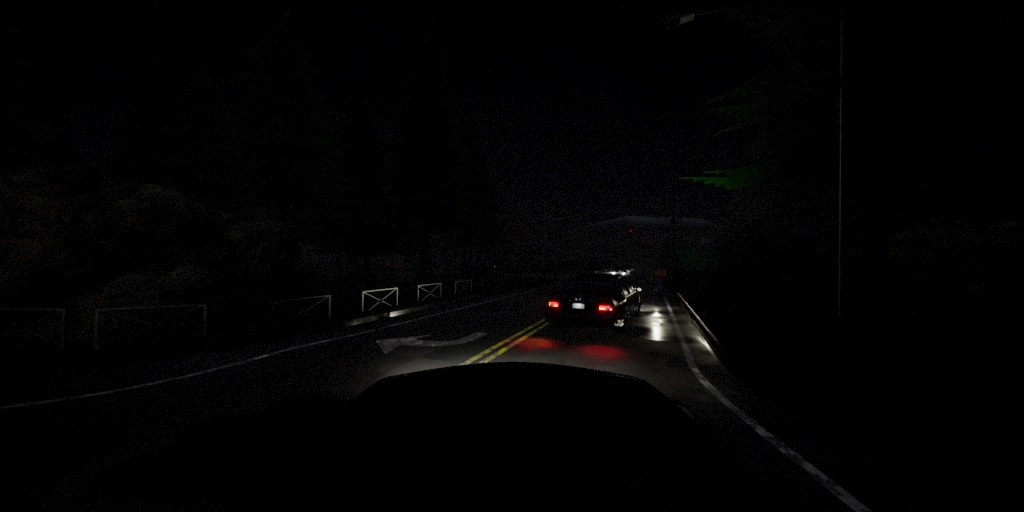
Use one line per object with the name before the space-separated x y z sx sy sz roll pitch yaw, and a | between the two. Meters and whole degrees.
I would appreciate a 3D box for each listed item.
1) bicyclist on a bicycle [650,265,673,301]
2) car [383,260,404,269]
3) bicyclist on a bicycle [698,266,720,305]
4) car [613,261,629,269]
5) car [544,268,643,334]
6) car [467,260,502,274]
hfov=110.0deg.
bicyclist on a bicycle | 6.898 1.235 16.511 1.656 1.620 0.582 1 0 -30
car | -15.431 1.354 49.583 5.008 1.535 1.882 1 0 22
bicyclist on a bicycle | 8.302 1.247 15.087 1.656 1.620 0.582 1 0 -33
car | 17.383 1.858 57.879 1.895 1.301 4.718 1 0 22
car | 2.594 1.219 10.427 2.033 1.411 5.357 1 0 26
car | -3.501 1.366 44.871 4.553 1.767 2.097 1 0 21
